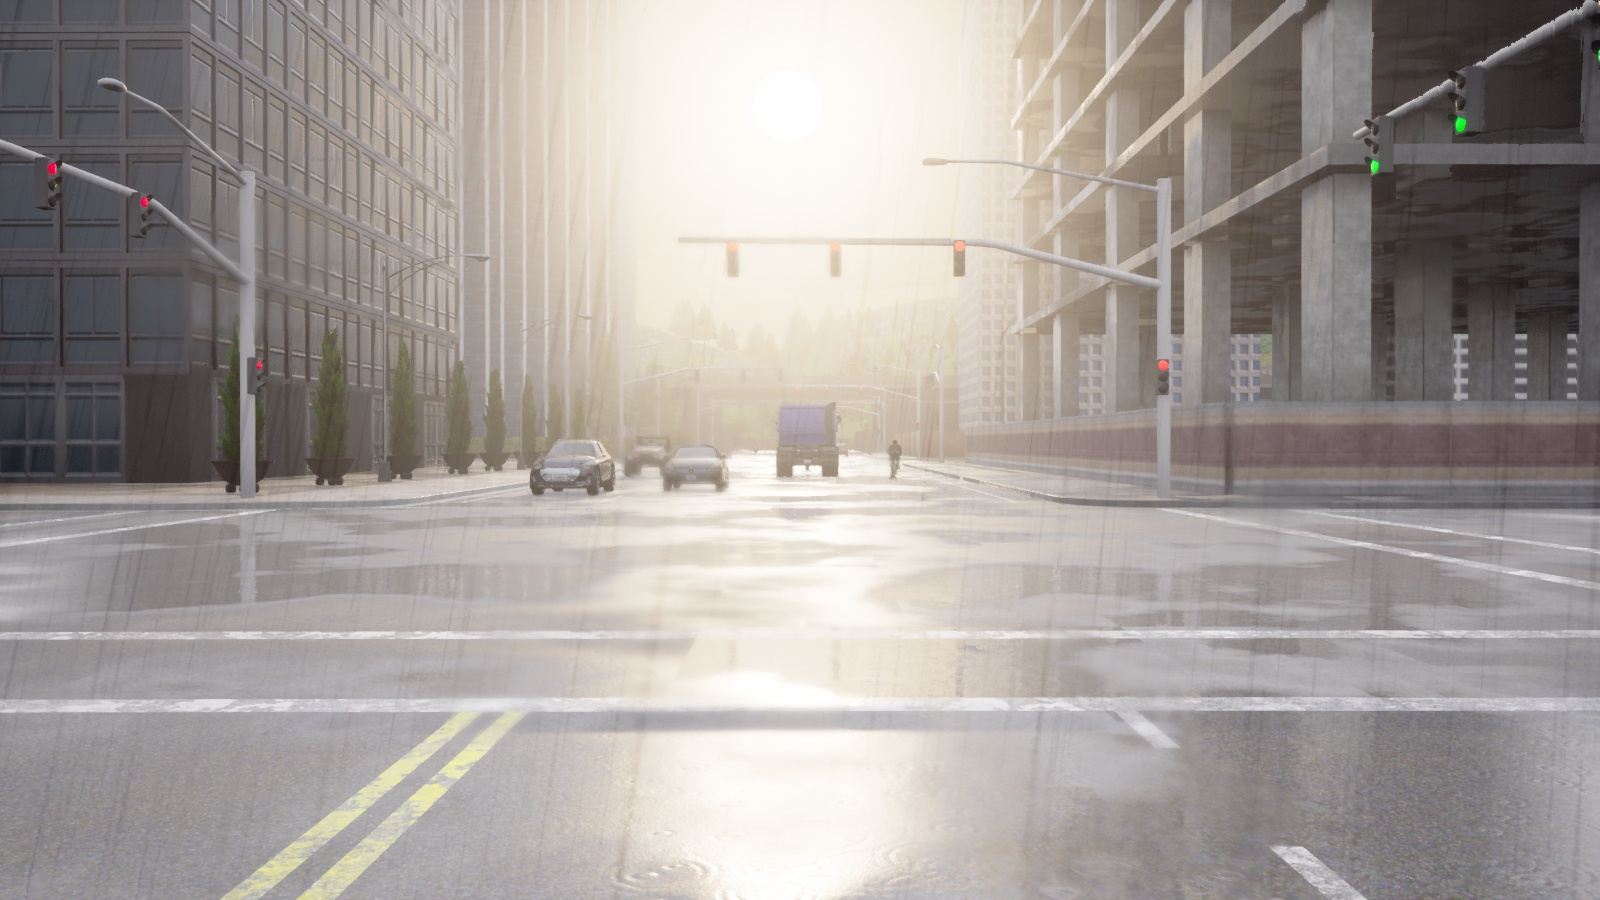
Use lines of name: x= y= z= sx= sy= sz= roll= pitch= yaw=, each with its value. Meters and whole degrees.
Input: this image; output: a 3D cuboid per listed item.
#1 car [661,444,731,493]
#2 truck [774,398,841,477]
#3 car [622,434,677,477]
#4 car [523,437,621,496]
car: x=-3.261 y=0.543 z=40.083 sx=1.812 sy=1.442 sz=4.674 roll=0 pitch=0 yaw=0
truck: x=0.344 y=-0.567 z=58.792 sx=2.891 sy=3.462 sz=7.936 roll=0 pitch=0 yaw=0
car: x=-6.665 y=0.221 z=55.989 sx=1.905 sy=1.878 sz=3.866 roll=0 pitch=0 yaw=1
car: x=-6.774 y=0.457 z=37.851 sx=2.033 sy=1.649 sz=4.856 roll=0 pitch=0 yaw=0
